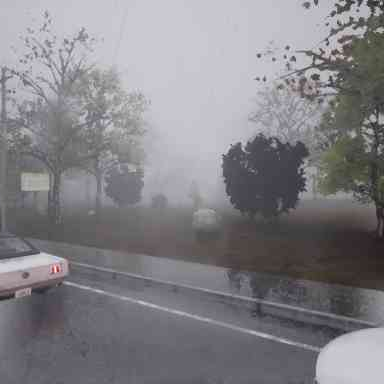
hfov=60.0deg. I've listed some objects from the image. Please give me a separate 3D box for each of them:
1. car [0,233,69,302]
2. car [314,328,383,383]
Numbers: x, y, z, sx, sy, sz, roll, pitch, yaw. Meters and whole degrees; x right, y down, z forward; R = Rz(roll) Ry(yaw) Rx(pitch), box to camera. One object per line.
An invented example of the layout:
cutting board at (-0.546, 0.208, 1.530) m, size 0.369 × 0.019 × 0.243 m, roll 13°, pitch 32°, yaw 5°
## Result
car at (-4.968, 1.601, 7.534) m, size 4.718 × 1.301 × 1.895 m, roll 0°, pitch 0°, yaw 36°
car at (3.100, 1.526, 1.797) m, size 4.674 × 1.442 × 1.812 m, roll 0°, pitch 0°, yaw 35°
